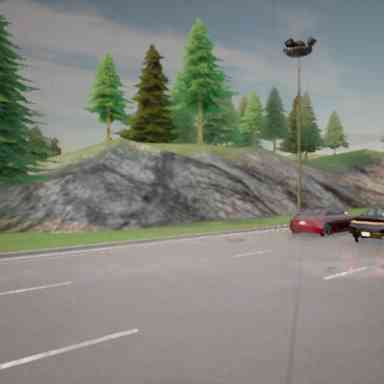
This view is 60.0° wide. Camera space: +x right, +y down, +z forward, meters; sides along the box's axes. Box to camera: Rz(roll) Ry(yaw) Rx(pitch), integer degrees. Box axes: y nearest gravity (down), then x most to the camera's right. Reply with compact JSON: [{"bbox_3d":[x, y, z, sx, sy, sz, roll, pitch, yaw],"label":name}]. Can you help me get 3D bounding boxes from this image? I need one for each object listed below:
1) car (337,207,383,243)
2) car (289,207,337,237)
[{"bbox_3d":[8.687,1.395,14.253,4.902,1.511,2.128,0,0,-35],"label":"car"},{"bbox_3d":[7.008,1.465,17.354,4.181,1.385,1.994,0,0,-35],"label":"car"}]
